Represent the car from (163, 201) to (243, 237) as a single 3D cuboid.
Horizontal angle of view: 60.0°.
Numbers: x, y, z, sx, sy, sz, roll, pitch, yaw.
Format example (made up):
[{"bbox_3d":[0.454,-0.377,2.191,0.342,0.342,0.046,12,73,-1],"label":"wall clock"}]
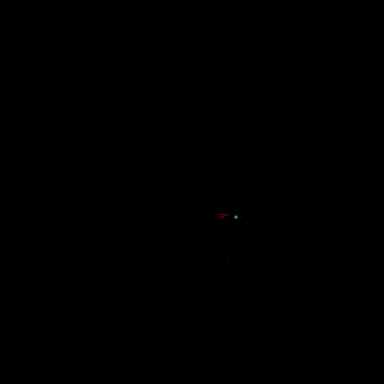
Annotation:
[{"bbox_3d":[0.589,1.575,20.894,5.566,2.045,2.150,-1,-2,44],"label":"car"}]
